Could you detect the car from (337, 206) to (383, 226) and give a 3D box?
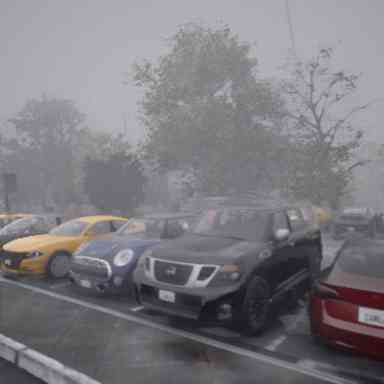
[{"bbox_3d":[9.008,1.499,17.902,2.231,1.521,4.892,0,0,36],"label":"car"}]

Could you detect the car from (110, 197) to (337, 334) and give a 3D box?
[{"bbox_3d":[1.217,1.249,7.366,2.435,2.045,5.566,0,0,36],"label":"car"}]

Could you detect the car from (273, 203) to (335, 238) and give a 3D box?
[{"bbox_3d":[6.654,1.510,19.366,1.946,1.575,5.366,0,0,36],"label":"car"}]

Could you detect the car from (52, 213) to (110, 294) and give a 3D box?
[{"bbox_3d":[-1.003,1.390,9.027,2.185,1.767,4.553,0,0,36],"label":"car"}]

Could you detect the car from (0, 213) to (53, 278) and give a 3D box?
[{"bbox_3d":[-3.275,1.536,10.621,2.097,1.535,5.008,0,0,36],"label":"car"}]

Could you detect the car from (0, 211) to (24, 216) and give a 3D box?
[{"bbox_3d":[-5.531,1.566,12.232,2.231,1.521,4.892,-1,0,36],"label":"car"}]

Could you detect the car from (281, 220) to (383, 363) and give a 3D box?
[{"bbox_3d":[3.510,1.517,5.798,2.163,1.488,4.792,0,0,36],"label":"car"}]
